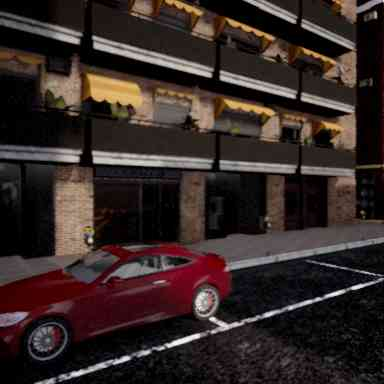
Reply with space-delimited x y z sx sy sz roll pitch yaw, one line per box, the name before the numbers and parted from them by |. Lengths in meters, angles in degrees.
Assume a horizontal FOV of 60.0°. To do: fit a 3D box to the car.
car | -1.156 1.560 5.716 4.206 1.307 1.802 0 0 -35
